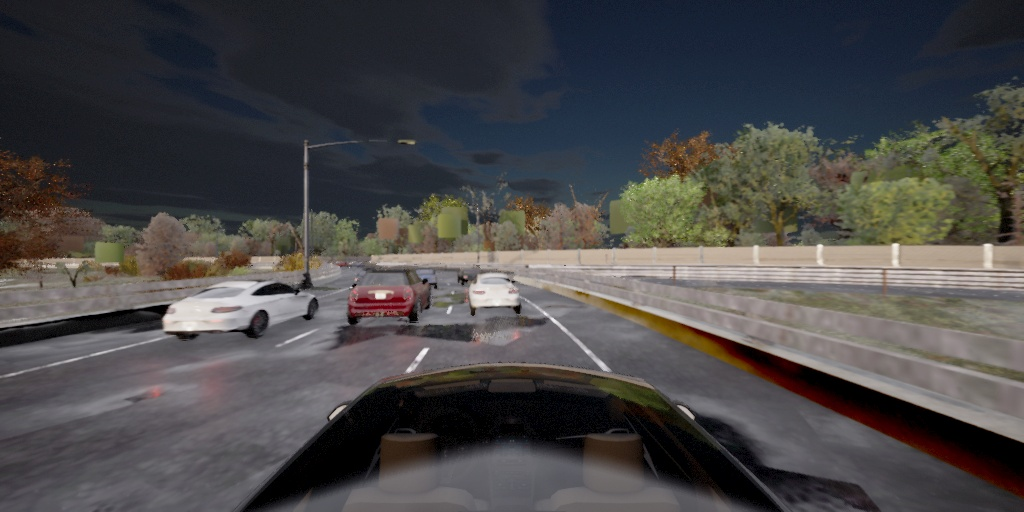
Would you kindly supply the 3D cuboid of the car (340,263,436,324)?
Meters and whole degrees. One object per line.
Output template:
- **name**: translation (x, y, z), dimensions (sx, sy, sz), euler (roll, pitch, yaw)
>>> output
- **car**: translation (-4.140, 1.219, 12.808), dimensions (2.097, 1.767, 4.553), euler (0, 0, -6)

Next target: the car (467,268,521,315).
- **car**: translation (-0.761, 1.381, 14.197), dimensions (1.812, 1.442, 4.674), euler (0, -1, -7)

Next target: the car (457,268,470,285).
- **car**: translation (-3.293, 1.587, 28.457), dimensions (1.895, 1.301, 4.718), euler (0, 0, -13)

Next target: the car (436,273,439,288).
- **car**: translation (-6.223, 1.530, 25.593), dimensions (2.033, 1.411, 5.357), euler (0, 0, -13)

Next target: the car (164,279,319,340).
- **car**: translation (-7.387, 1.393, 10.334), dimensions (1.812, 1.442, 4.674), euler (0, 0, -4)
